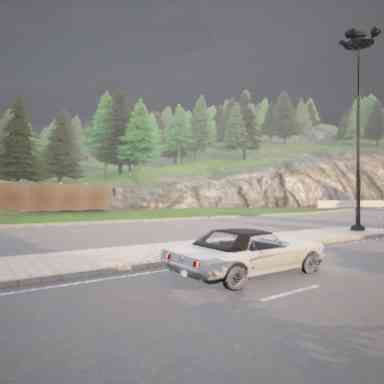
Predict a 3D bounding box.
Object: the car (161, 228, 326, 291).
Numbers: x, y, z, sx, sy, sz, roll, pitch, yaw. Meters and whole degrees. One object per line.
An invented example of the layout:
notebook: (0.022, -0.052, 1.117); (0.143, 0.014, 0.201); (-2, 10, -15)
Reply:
car: (1.613, 1.671, 9.197); (4.718, 1.301, 1.895); (1, 0, -36)
